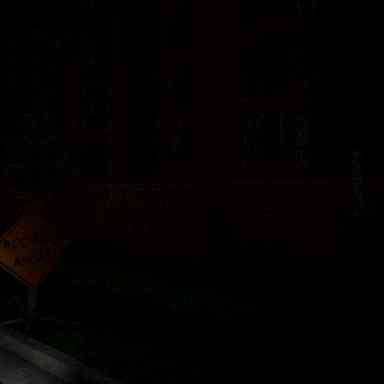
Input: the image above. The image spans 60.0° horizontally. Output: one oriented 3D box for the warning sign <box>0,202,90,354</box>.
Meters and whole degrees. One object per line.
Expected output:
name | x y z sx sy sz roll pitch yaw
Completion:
warning sign | -2.420 1.114 5.042 1.060 1.860 1.300 0 0 36
